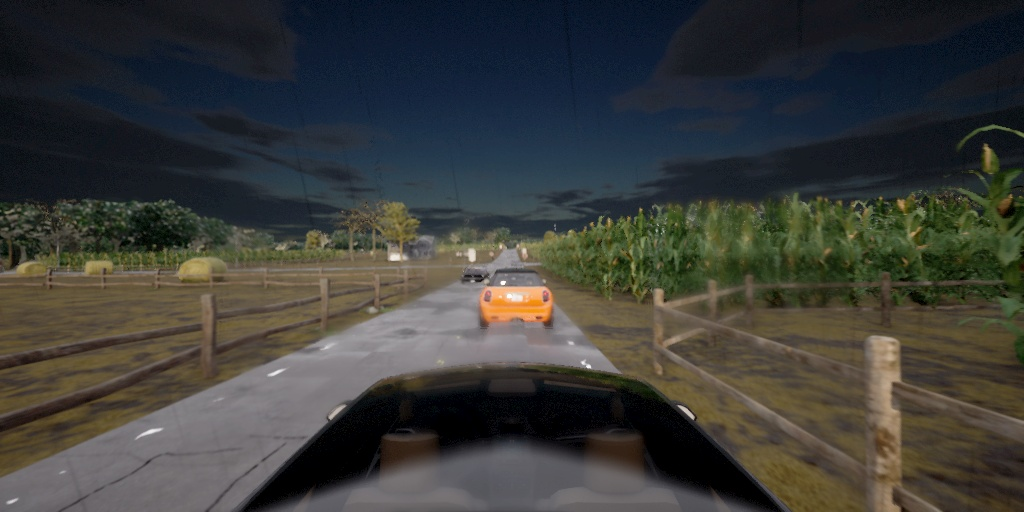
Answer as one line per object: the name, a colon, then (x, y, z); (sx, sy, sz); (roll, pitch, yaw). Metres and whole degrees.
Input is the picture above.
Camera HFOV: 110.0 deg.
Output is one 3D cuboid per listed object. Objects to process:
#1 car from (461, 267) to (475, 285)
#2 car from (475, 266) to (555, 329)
car: (-2.799, 1.518, 27.911); (1.895, 1.301, 4.718); (0, 0, 0)
car: (0.113, 1.174, 11.768); (2.097, 1.767, 4.553); (0, 0, -1)
